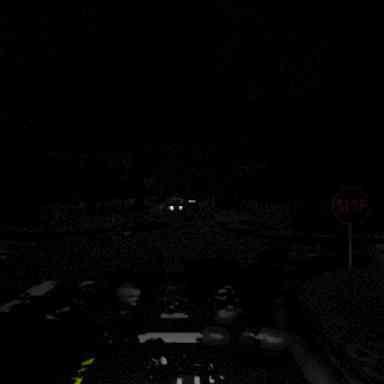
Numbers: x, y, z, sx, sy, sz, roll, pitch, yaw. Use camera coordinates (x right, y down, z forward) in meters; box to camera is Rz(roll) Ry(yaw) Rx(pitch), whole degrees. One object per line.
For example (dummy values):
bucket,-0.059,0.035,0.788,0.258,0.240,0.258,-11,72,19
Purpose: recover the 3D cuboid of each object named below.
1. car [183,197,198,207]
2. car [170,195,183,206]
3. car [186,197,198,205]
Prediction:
car,0.006,1.712,55.597,2.128,1.511,4.902,0,-1,0
car,-2.745,1.495,60.987,2.150,2.045,5.566,0,-1,0
car,0.006,1.819,66.017,2.128,1.511,4.902,0,-1,0
